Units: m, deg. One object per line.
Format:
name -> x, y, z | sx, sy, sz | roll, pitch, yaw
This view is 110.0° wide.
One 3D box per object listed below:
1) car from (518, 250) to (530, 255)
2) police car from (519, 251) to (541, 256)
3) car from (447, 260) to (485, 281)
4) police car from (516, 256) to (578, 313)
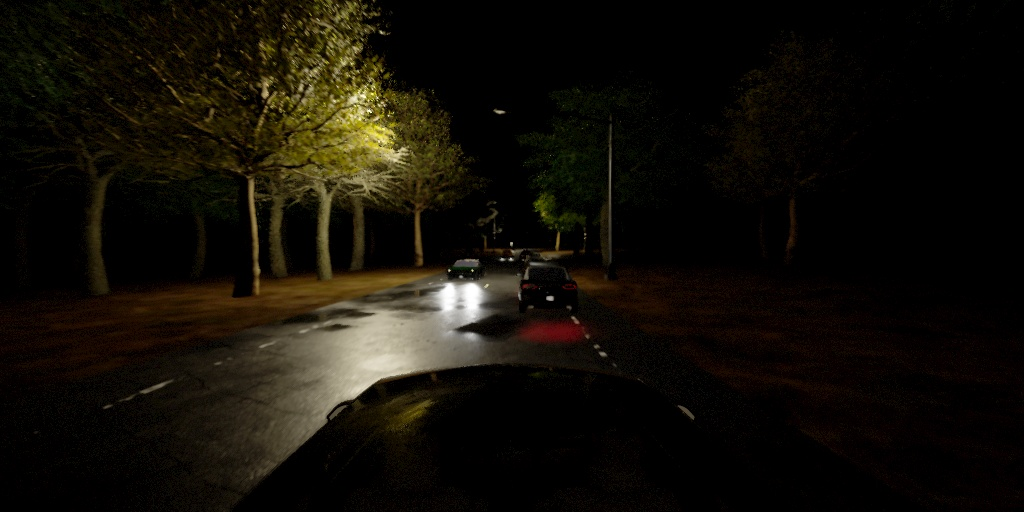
car -> 1.985, 0.067, 52.158 | 1.837, 1.490, 4.892 | 0, 2, 4
police car -> 1.826, 0.626, 29.095 | 1.930, 1.638, 5.238 | 0, 2, 3
car -> -3.045, 0.923, 24.226 | 1.895, 1.301, 4.718 | 0, 1, 3
police car -> 1.190, 0.989, 13.187 | 1.930, 1.638, 5.238 | 0, 1, 1
